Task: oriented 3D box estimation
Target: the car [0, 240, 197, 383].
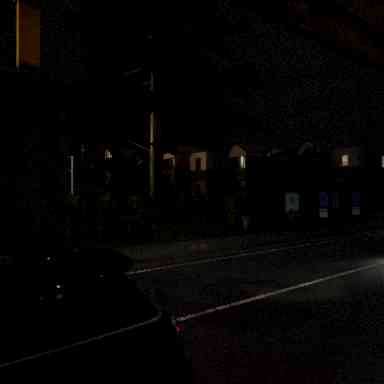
[{"bbox_3d":[-2.220,1.352,2.363,4.553,1.767,2.097,0,0,-37],"label":"car"}]
